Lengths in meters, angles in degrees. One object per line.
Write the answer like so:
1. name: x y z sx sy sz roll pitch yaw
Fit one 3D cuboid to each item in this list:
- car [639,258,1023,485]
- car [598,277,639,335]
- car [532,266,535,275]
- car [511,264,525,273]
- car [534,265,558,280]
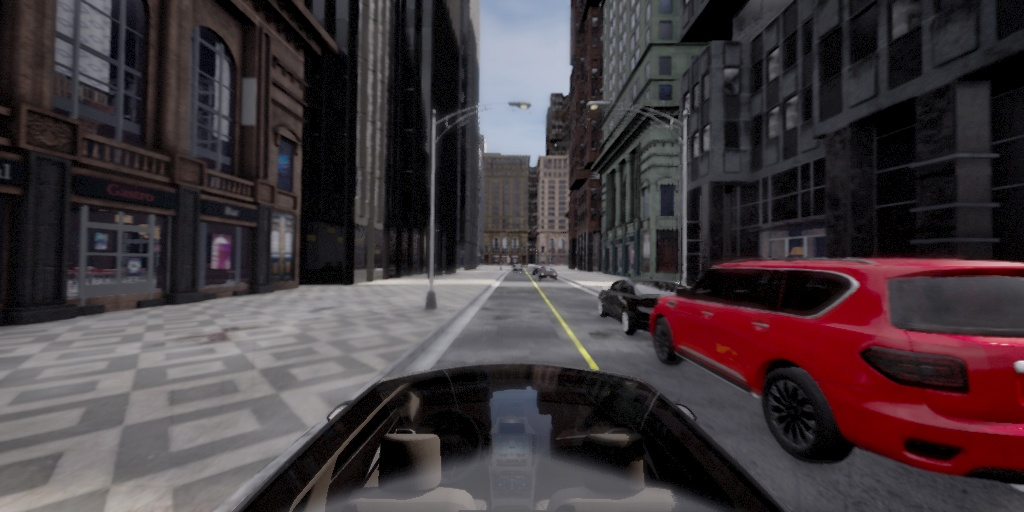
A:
1. car: 3.924 1.061 5.192 2.150 2.045 5.566 1 -1 1
2. car: 4.024 1.388 11.158 1.882 1.535 5.008 1 -1 1
3. car: 3.794 1.935 49.905 1.812 1.442 4.674 1 -1 1
4. car: 0.968 2.021 60.050 1.837 1.490 4.892 1 -1 1
5. car: 3.644 1.843 37.574 1.895 1.301 4.718 1 -1 1
